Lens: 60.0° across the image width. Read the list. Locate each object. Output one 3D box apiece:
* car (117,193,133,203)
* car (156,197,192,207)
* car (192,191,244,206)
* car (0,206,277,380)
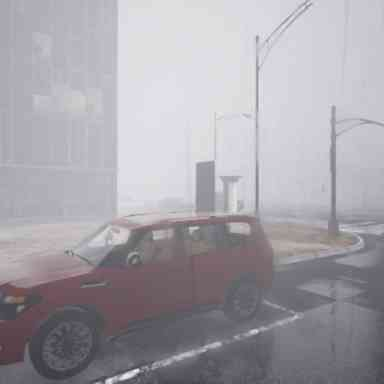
[{"bbox_3d":[-11.131,0.898,52.999,1.837,1.490,4.892,0,0,-36],"label":"car"},{"bbox_3d":[-1.709,1.184,34.654,2.033,1.411,5.357,0,1,-36],"label":"car"},{"bbox_3d":[2.825,0.904,33.990,2.150,2.045,5.566,0,1,-36],"label":"car"},{"bbox_3d":[-0.714,1.314,5.665,5.009,1.841,2.192,0,0,-35],"label":"car"}]
